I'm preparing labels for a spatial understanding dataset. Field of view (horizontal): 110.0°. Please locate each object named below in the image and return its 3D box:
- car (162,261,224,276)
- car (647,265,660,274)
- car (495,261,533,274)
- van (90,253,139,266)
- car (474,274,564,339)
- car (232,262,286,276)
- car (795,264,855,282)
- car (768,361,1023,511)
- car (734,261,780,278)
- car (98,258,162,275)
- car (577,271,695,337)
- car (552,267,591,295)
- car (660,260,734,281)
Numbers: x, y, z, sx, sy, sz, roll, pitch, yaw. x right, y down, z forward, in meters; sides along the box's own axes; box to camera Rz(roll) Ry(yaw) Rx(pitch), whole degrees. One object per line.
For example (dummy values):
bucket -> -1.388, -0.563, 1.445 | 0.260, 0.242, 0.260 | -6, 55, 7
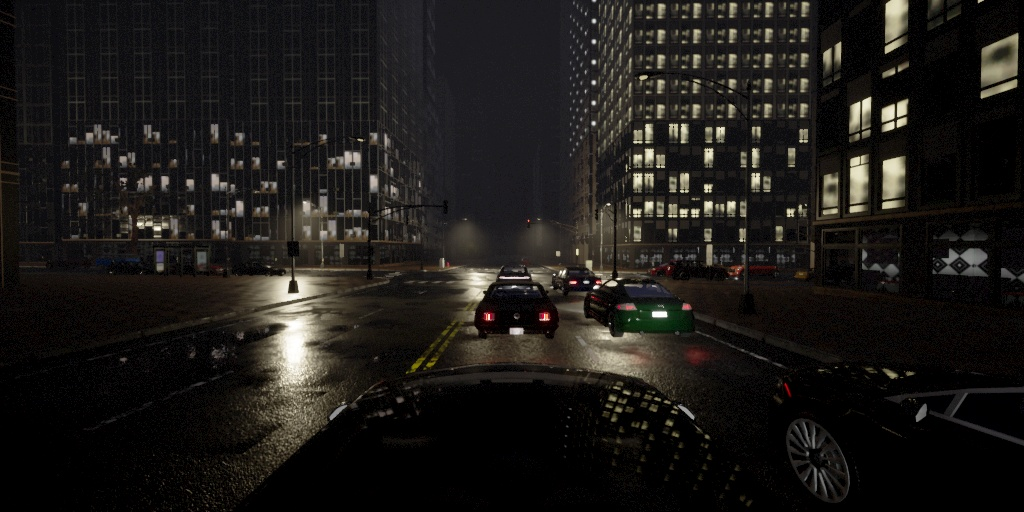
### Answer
car -> -28.390, 1.138, 32.323 | 4.207, 1.307, 1.802 | 0, 0, 1
car -> 16.308, 1.425, 37.397 | 4.181, 1.385, 1.994 | 1, 1, 1
car -> 0.114, 1.232, 19.279 | 2.128, 1.511, 4.902 | 0, 0, 0
van -> -45.254, 0.605, 41.172 | 3.998, 1.789, 1.690 | 0, 0, 1
car -> 0.106, 1.347, 10.023 | 1.895, 1.301, 4.718 | 0, 0, 0
car -> -22.707, 1.173, 32.185 | 4.313, 1.339, 1.948 | 0, 0, 1
car -> 27.666, 1.578, 31.414 | 4.829, 1.417, 1.751 | 0, 0, 1
car -> 3.340, 1.242, 1.421 | 2.128, 1.511, 4.902 | 0, 0, 0
car -> 25.019, 1.289, 37.236 | 4.553, 1.767, 2.097 | 1, 1, 1
car -> -34.071, 1.069, 32.502 | 4.313, 1.339, 1.948 | 0, 0, 1
car -> 3.365, 1.310, 10.251 | 1.994, 1.385, 4.181 | 0, 0, -1
car -> 3.399, 1.288, 19.481 | 2.033, 1.411, 5.357 | 0, 0, -3
car -> 16.218, 1.268, 31.621 | 5.009, 1.841, 2.192 | 0, 0, 1
